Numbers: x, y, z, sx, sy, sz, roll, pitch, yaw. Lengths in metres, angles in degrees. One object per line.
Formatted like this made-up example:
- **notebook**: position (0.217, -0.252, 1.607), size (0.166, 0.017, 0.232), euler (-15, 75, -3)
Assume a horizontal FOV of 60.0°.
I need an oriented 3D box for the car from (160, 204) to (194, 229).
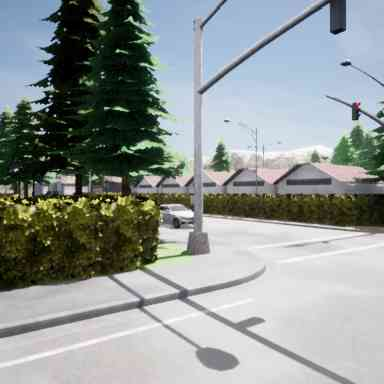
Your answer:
- **car**: position (-1.183, 1.540, 22.236), size (1.812, 1.442, 4.674), euler (0, 0, -36)
